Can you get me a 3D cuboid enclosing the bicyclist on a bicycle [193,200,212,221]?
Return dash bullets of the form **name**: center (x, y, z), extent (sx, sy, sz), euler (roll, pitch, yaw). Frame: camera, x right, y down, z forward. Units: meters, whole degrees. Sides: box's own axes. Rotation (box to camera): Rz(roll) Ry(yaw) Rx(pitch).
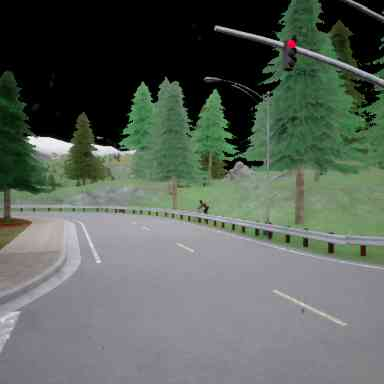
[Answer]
- **bicyclist on a bicycle**: center (0.826, 1.432, 25.534), extent (1.656, 1.620, 0.582), euler (-1, 2, -20)
